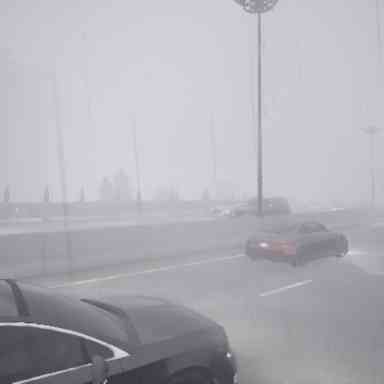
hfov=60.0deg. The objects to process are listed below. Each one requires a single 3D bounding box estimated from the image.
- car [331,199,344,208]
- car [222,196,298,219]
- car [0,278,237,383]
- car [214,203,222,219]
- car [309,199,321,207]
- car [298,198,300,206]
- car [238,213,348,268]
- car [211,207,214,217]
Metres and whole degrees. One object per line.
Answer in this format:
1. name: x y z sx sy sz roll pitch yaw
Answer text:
1. car: 25.660 1.956 58.756 2.128 1.511 4.902 0 0 18
2. car: 4.740 1.361 22.600 2.150 2.045 5.566 0 0 43
3. car: -1.790 1.511 2.645 4.892 1.490 1.837 0 0 -36
4. car: 4.143 1.697 27.210 1.812 1.442 4.674 0 0 41
5. car: 23.257 2.067 63.008 1.994 1.385 4.181 0 -1 16
6. car: 21.029 1.794 68.747 2.150 2.045 5.566 0 -1 13
7. car: 3.742 1.633 11.661 4.181 1.385 1.994 0 0 -41
8. car: 3.753 1.561 32.209 2.097 1.767 4.553 0 -1 38
